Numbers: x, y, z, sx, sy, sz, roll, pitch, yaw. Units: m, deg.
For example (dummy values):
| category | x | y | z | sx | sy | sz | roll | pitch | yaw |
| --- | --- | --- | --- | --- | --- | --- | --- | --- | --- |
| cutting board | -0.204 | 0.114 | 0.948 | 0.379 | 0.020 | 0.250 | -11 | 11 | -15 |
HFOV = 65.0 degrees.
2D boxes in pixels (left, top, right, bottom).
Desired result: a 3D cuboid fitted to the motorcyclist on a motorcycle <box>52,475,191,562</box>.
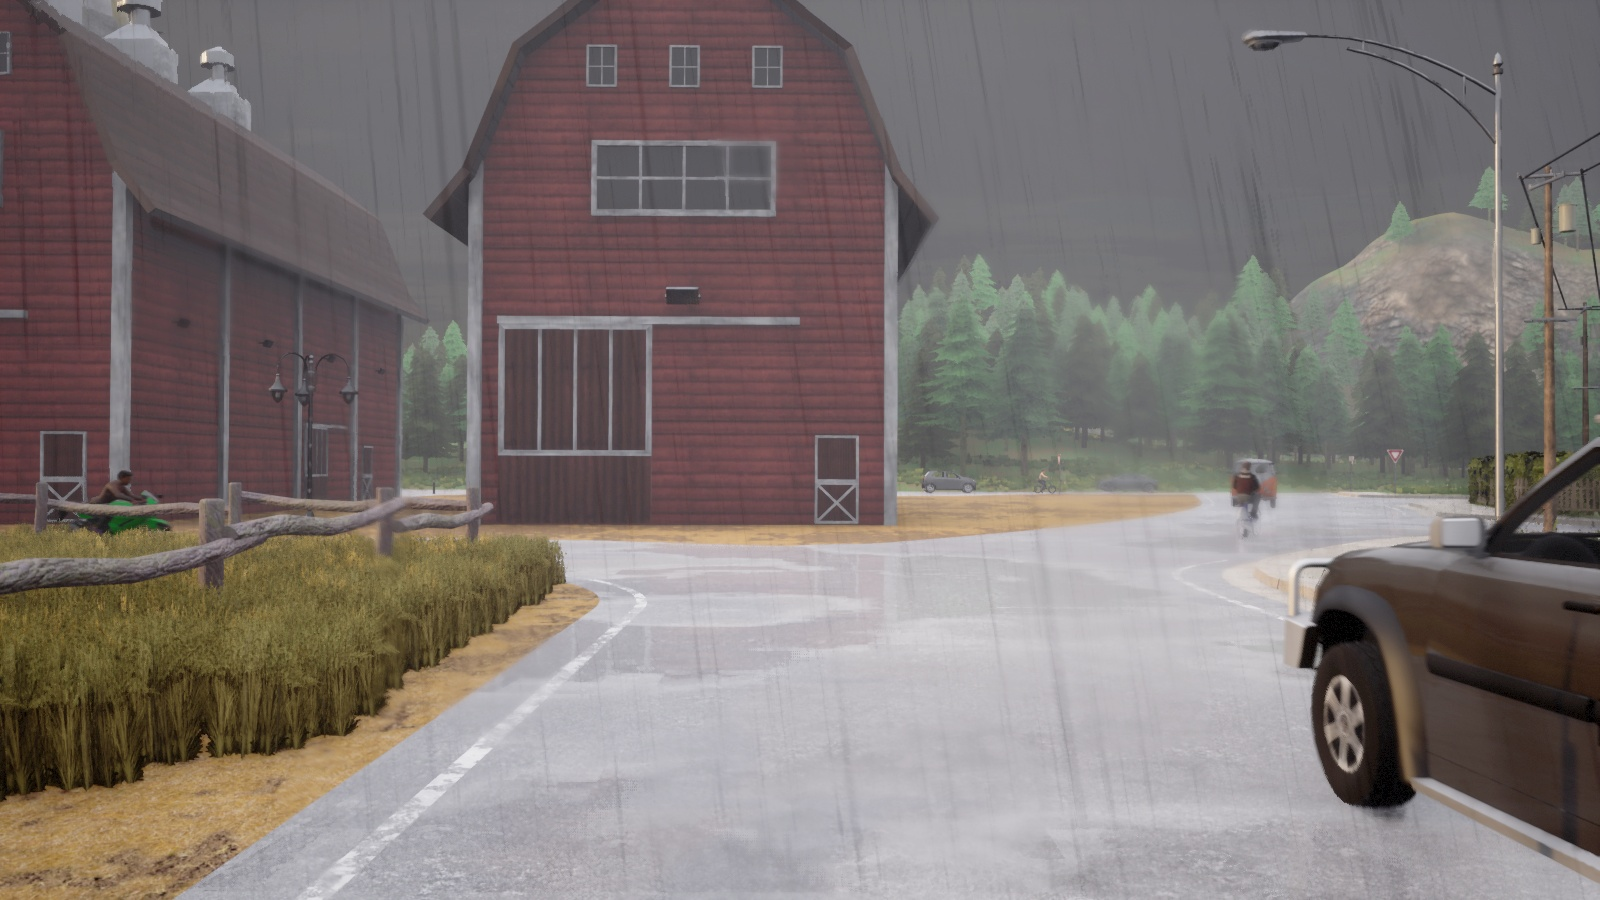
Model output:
| category | x | y | z | sx | sy | sz | roll | pitch | yaw |
| --- | --- | --- | --- | --- | --- | --- | --- | --- | --- |
| motorcyclist on a motorcycle | -12.213 | 1.225 | 22.649 | 2.044 | 1.523 | 0.797 | 0 | -1 | -3 |

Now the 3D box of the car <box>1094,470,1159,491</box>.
| category | x | y | z | sx | sy | sz | roll | pitch | yaw |
| --- | --- | --- | --- | --- | --- | --- | --- | --- | --- |
| car | 22.472 | 2.098 | 86.583 | 4.181 | 1.385 | 1.994 | 0 | -1 | 9 |

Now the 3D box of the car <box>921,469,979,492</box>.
| category | x | y | z | sx | sy | sz | roll | pitch | yaw |
| --- | --- | --- | --- | --- | --- | --- | --- | --- | --- |
| car | 9.905 | 2.043 | 83.245 | 3.633 | 1.501 | 1.845 | 0 | -1 | 0 |

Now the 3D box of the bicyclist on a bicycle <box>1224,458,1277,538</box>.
| category | x | y | z | sx | sy | sz | roll | pitch | yaw |
| --- | --- | --- | --- | --- | --- | --- | --- | --- | --- |
| bicyclist on a bicycle | 10.295 | 1.068 | 28.650 | 0.659 | 1.776 | 1.843 | -1 | -1 | 35 |

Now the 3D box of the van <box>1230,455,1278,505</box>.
| category | x | y | z | sx | sy | sz | roll | pitch | yaw |
| --- | --- | --- | --- | --- | --- | --- | --- | --- | --- |
| van | 18.732 | 1.219 | 51.774 | 1.775 | 1.987 | 4.442 | -1 | -1 | 21 |

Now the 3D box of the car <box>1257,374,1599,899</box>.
| category | x | y | z | sx | sy | sz | roll | pitch | yaw |
| --- | --- | --- | --- | --- | --- | --- | --- | --- | --- |
| car | 3.490 | 0.693 | 4.501 | 1.932 | 1.855 | 4.605 | 0 | -1 | -1 |
